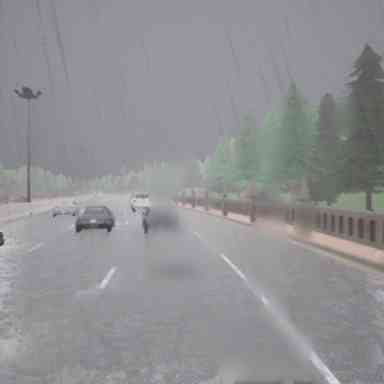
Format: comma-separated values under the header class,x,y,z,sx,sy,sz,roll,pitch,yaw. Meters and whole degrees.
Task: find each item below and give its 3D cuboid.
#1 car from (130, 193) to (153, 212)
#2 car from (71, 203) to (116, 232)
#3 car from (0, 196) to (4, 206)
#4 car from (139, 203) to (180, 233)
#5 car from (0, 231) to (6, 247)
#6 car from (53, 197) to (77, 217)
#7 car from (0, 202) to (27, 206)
class,x,y,z,sx,sy,sz,roll,pitch,yaw
car,-5.658,1.090,37.352,2.150,2.045,5.566,0,0,-12
car,-5.614,1.503,19.678,1.994,1.385,4.181,0,0,-10
car,-29.894,1.406,49.437,1.837,1.490,4.892,0,0,-12
car,-1.924,1.530,19.226,1.895,1.301,4.718,0,0,-10
car,-7.574,1.533,9.890,2.033,1.411,5.357,0,0,-7
car,-11.304,1.442,30.175,1.812,1.442,4.674,0,0,-12
car,-20.706,1.457,39.878,2.033,1.411,5.357,0,0,-12
